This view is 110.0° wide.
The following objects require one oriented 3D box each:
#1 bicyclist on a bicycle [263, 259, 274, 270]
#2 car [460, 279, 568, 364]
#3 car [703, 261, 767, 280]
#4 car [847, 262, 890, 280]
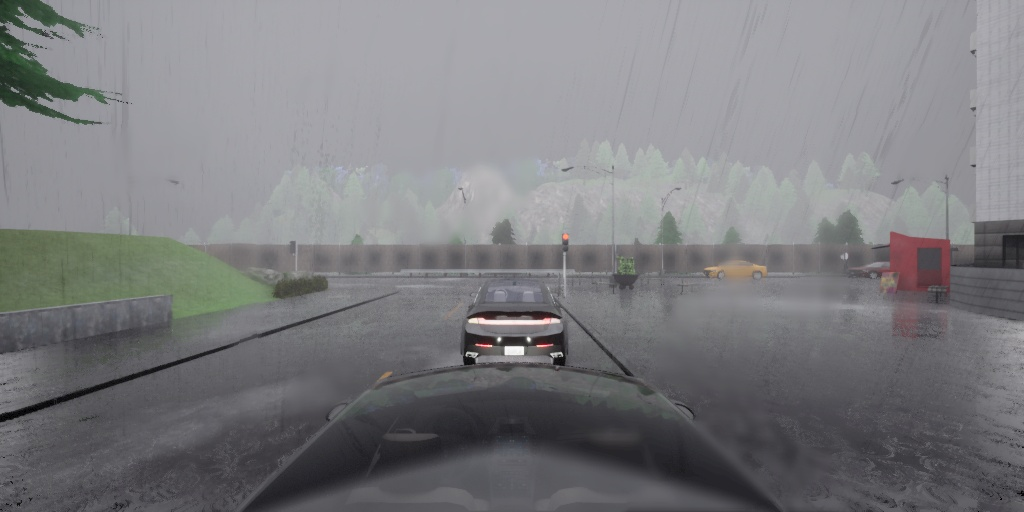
[{"bbox_3d":[-24.027,1.099,35.400,0.582,1.620,1.656,0,0,0],"label":"bicyclist on a bicycle"},{"bbox_3d":[0.053,1.241,7.923,2.128,1.511,4.902,0,0,0],"label":"car"},{"bbox_3d":[19.350,1.228,31.221,5.008,1.535,1.882,0,0,0],"label":"car"},{"bbox_3d":[32.160,1.228,31.221,5.008,1.535,1.882,0,0,0],"label":"car"}]
